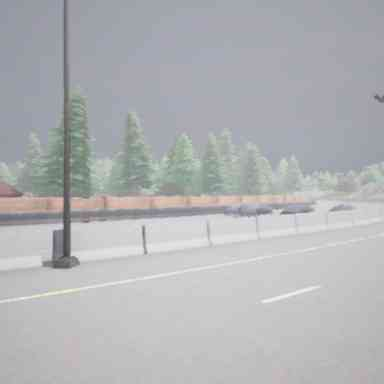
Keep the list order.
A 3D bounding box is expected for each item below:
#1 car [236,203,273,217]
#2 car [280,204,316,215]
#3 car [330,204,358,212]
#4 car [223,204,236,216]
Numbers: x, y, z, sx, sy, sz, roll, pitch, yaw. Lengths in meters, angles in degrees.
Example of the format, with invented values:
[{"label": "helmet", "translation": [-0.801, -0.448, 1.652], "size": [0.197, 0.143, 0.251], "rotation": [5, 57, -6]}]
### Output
[{"label": "car", "translation": [7.379, 2.064, 37.492], "size": [4.674, 1.442, 1.812], "rotation": [0, -1, -44]}, {"label": "car", "translation": [11.955, 2.027, 37.114], "size": [2.033, 1.411, 5.357], "rotation": [-2, -1, 45]}, {"label": "car", "translation": [17.156, 1.992, 37.564], "size": [1.994, 1.385, 4.181], "rotation": [-2, -1, 43]}, {"label": "car", "translation": [5.835, 2.138, 40.893], "size": [4.674, 1.442, 1.812], "rotation": [0, -1, -45]}]
